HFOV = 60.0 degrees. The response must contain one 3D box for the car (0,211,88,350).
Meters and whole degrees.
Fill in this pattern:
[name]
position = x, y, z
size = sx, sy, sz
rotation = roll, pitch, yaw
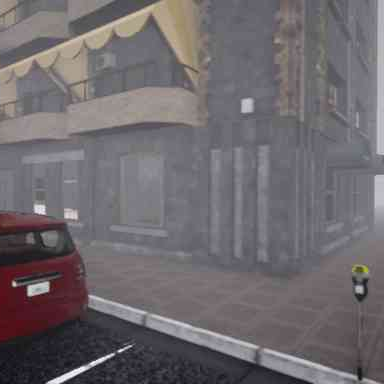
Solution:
[car]
position = -3.815, 1.230, 5.448
size = 5.009, 1.841, 2.192
rotation = 1, 0, 35
